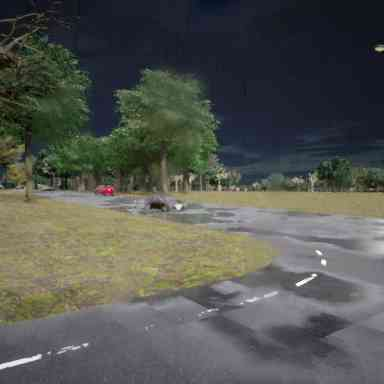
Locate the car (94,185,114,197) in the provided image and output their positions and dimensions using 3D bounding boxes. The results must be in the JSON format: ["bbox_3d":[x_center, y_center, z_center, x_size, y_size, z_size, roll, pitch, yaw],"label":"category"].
[{"bbox_3d":[-16.295,-0.248,61.534,2.150,2.045,5.566,-1,2,-35],"label":"car"}]

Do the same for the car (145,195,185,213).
[{"bbox_3d":[-2.503,1.011,29.945,2.128,1.511,4.902,-1,2,-35],"label":"car"}]

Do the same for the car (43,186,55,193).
[{"bbox_3d":[-36.001,-0.514,83.134,1.895,1.301,4.718,-1,2,-30],"label":"car"}]
